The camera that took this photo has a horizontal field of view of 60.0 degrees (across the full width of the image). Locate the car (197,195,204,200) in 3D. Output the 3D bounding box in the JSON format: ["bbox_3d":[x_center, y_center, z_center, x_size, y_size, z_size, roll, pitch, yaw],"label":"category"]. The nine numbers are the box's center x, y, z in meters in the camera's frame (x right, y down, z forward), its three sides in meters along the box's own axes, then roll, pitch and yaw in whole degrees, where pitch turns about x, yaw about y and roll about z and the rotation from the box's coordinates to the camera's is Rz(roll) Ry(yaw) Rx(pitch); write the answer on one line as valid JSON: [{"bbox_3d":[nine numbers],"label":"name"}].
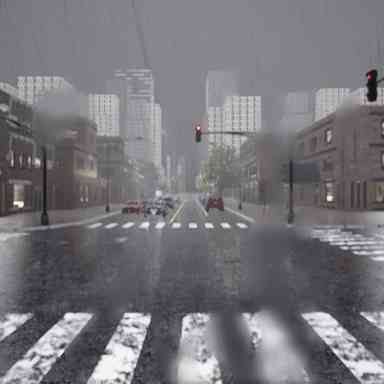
[{"bbox_3d":[2.491,1.523,94.080,1.802,1.307,4.206,0,0,0],"label":"car"}]

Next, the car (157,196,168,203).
[{"bbox_3d":[-5.830,1.516,66.436,1.802,1.307,4.206,0,0,0],"label":"car"}]

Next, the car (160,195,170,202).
[{"bbox_3d":[-5.842,1.459,71.791,1.752,1.417,4.829,0,0,0],"label":"car"}]

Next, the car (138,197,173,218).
[{"bbox_3d":[-3.162,1.448,29.812,2.128,1.511,4.902,0,0,0],"label":"car"}]

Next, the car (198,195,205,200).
[{"bbox_3d":[2.503,1.464,88.726,1.752,1.417,4.829,0,0,0],"label":"car"}]

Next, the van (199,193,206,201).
[{"bbox_3d":[2.515,1.277,83.031,1.690,1.788,3.998,0,0,0],"label":"van"}]

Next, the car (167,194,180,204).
[{"bbox_3d":[-3.156,1.427,61.160,2.128,1.511,4.902,0,0,0],"label":"car"}]

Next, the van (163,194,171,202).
[{"bbox_3d":[-5.853,1.275,77.487,1.690,1.788,3.998,0,0,0],"label":"van"}]

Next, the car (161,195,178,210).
[{"bbox_3d":[-3.182,1.448,42.838,1.837,1.490,4.892,0,0,0],"label":"car"}]

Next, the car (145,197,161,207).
[{"bbox_3d":[-5.794,1.465,49.691,1.752,1.417,4.829,0,0,0],"label":"car"}]

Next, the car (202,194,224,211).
[{"bbox_3d":[2.609,1.263,38.827,2.192,1.841,5.009,0,0,0],"label":"car"}]

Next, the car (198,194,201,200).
[{"bbox_3d":[2.562,1.486,60.930,2.008,1.369,4.403,0,0,0],"label":"car"}]

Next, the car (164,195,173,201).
[{"bbox_3d":[-5.866,1.487,83.013,2.008,1.369,4.403,0,0,0],"label":"car"}]

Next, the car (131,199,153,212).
[{"bbox_3d":[-5.772,1.514,38.810,1.947,1.339,4.313,0,0,0],"label":"car"}]

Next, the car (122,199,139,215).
[{"bbox_3d":[-5.848,1.497,33.288,1.887,1.381,4.507,0,0,0],"label":"car"}]

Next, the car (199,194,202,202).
[{"bbox_3d":[2.574,1.503,55.405,1.947,1.339,4.313,0,0,0],"label":"car"}]
